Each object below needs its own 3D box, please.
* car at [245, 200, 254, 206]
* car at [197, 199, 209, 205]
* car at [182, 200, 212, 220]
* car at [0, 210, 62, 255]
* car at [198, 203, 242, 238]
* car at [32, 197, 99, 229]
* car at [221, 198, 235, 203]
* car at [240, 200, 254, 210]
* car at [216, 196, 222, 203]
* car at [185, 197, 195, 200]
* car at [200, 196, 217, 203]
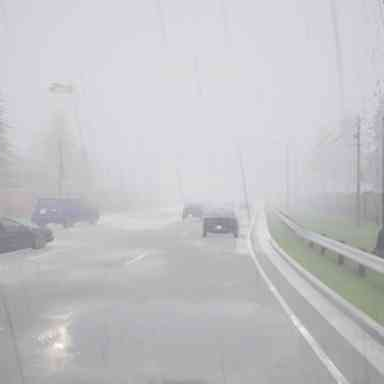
[{"bbox_3d":[12.751,2.356,73.801,1.895,1.301,4.718,0,-1,12],"label":"car"},{"bbox_3d":[2.534,2.240,76.245,1.994,1.385,4.181,0,-1,12],"label":"car"},{"bbox_3d":[0.357,1.775,30.721,1.837,1.490,4.892,0,-1,12],"label":"car"},{"bbox_3d":[-7.170,1.584,11.648,2.033,1.411,5.357,0,-1,12],"label":"car"},{"bbox_3d":[1.773,1.663,19.290,1.882,1.535,5.008,0,-1,9],"label":"car"},{"bbox_3d":[-8.457,1.341,22.673,2.150,2.045,5.566,0,-1,12],"label":"car"},{"bbox_3d":[7.456,2.200,65.483,1.994,1.385,4.181,0,-1,12],"label":"car"},{"bbox_3d":[8.703,2.112,53.761,1.994,1.385,4.181,0,-1,12],"label":"car"},{"bbox_3d":[5.924,1.936,75.341,2.150,2.045,5.566,0,-1,12],"label":"car"},{"bbox_3d":[-0.215,1.895,62.447,2.097,1.767,4.553,0,0,10],"label":"car"},{"bbox_3d":[2.790,2.027,60.041,1.882,1.535,5.008,0,0,12],"label":"car"}]
